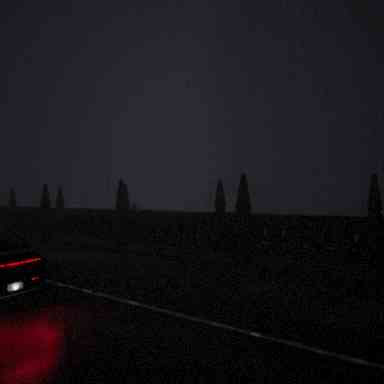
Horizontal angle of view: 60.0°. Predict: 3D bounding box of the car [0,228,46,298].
[{"bbox_3d":[-5.381,1.601,7.830,4.892,1.490,1.837,-1,0,36],"label":"car"}]
